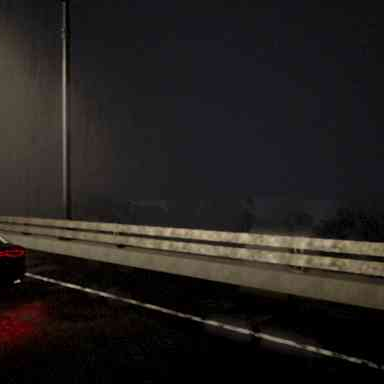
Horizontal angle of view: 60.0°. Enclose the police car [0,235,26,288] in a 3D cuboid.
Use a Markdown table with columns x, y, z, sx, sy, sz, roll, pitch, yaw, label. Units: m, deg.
| x | y | z | sx | sy | sz | roll | pitch | yaw | label |
| --- | --- | --- | --- | --- | --- | --- | --- | --- | --- |
| -6.197 | 1.496 | 8.329 | 5.238 | 1.638 | 1.930 | -1 | 0 | 36 | police car |
